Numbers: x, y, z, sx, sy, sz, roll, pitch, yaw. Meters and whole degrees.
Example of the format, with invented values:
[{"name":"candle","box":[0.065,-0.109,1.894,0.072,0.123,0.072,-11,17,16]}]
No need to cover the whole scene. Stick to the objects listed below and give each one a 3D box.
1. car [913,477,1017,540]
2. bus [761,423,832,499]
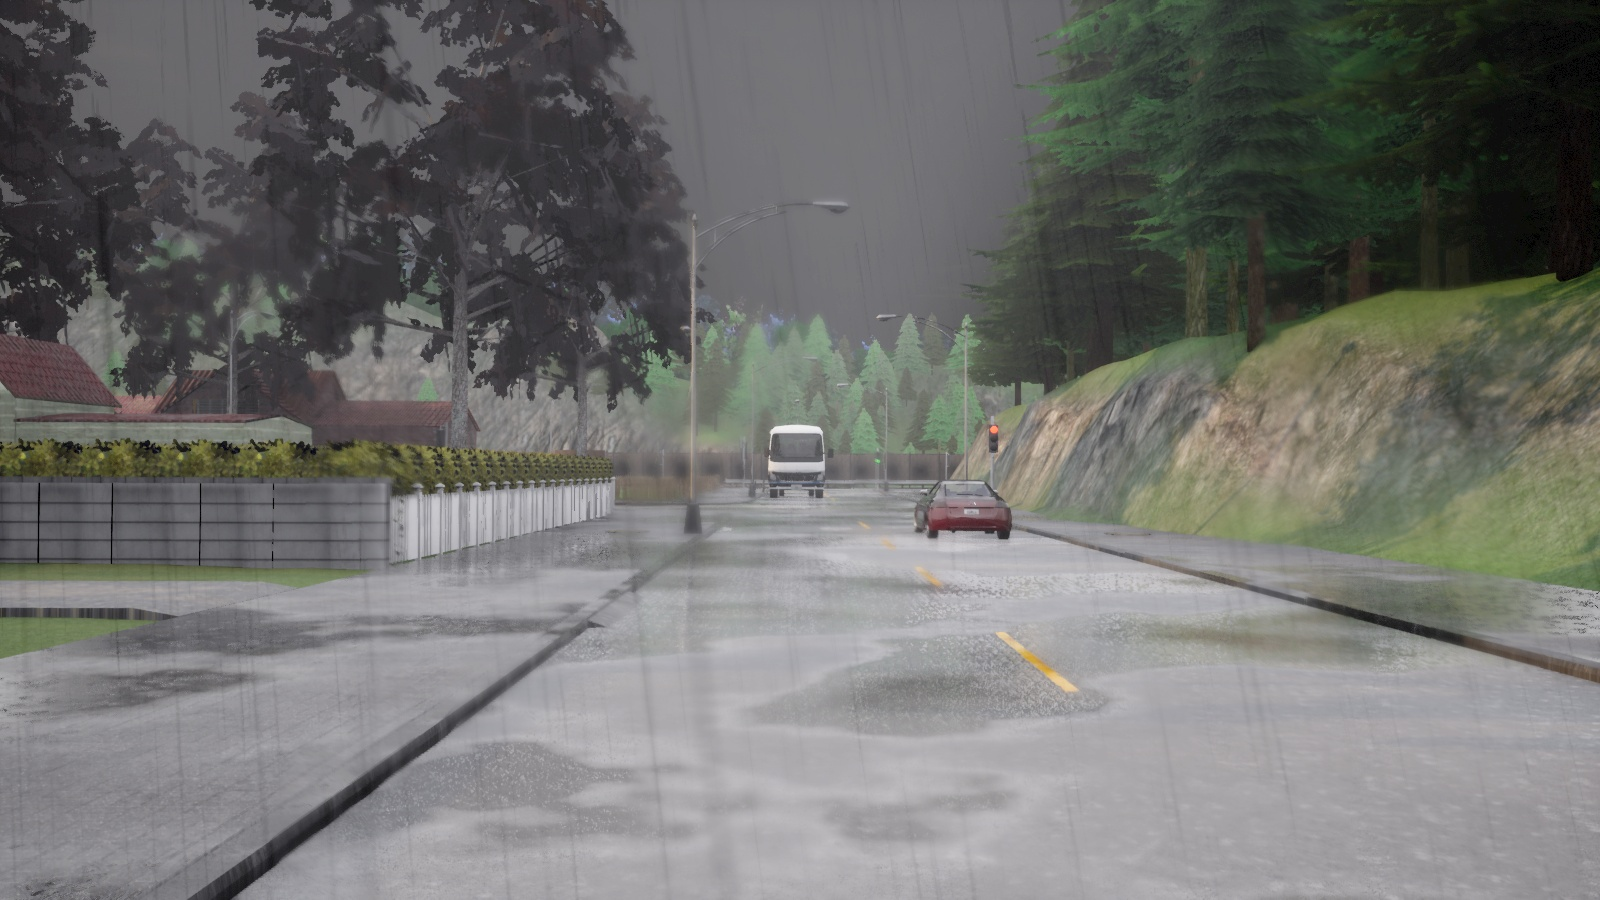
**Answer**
[{"name":"car","box":[3.919,1.374,30.520,1.994,1.385,4.181,0,-1,0]},{"name":"bus","box":[-0.192,0.698,75.175,3.944,4.253,10.273,0,-1,0]}]
